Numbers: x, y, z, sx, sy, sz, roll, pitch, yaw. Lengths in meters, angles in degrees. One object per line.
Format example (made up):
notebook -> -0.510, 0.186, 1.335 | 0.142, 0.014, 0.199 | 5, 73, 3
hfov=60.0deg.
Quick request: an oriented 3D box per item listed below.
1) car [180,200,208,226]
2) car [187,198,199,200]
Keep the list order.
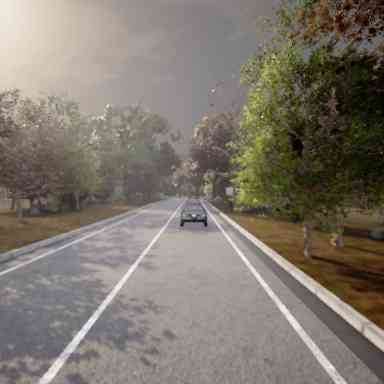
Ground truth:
car -> 0.120, 1.517, 23.285 | 2.033, 1.411, 5.357 | 0, 0, 0
car -> 0.127, 1.410, 42.711 | 2.033, 1.411, 5.357 | 0, 0, 0
